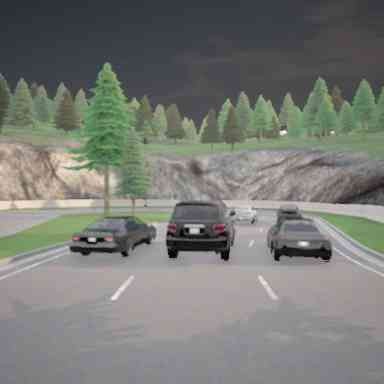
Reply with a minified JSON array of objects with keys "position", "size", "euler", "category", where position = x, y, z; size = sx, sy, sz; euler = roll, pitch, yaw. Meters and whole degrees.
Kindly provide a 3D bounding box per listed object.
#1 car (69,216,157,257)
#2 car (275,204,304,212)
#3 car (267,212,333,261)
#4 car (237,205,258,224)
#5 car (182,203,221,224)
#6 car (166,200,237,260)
[{"position":[-2.968,1.674,13.668],"size":[2.033,1.411,5.357],"euler":[0,-1,9],"category":"car"},{"position":[7.677,1.753,26.285],"size":[1.837,1.490,4.892],"euler":[0,0,16],"category":"car"},{"position":[4.023,1.686,12.896],"size":[1.994,1.385,4.181],"euler":[0,0,10],"category":"car"},{"position":[4.343,1.780,27.351],"size":[1.812,1.442,4.674],"euler":[0,0,16],"category":"car"},{"position":[0.944,1.754,28.219],"size":[2.128,1.511,4.902],"euler":[0,0,16],"category":"car"},{"position":[0.496,1.339,13.166],"size":[2.150,2.045,5.566],"euler":[0,0,9],"category":"car"}]
